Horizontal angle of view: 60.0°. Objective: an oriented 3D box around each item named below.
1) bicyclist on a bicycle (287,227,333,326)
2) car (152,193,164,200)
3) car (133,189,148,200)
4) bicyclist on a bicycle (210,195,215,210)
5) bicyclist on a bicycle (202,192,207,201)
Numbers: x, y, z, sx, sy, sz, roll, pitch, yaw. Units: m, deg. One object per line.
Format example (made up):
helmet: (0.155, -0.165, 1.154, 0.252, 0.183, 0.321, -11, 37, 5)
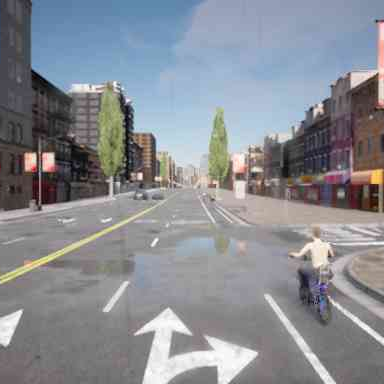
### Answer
bicyclist on a bicycle: (2.233, 1.435, 6.101, 0.866, 1.612, 1.509, 0, 0, 0)
car: (-6.486, 0.813, 63.517, 1.994, 1.385, 4.181, 0, 1, 0)
car: (-9.737, 0.472, 63.480, 2.150, 2.045, 5.566, 0, 1, 0)
bicyclist on a bicycle: (2.260, 1.158, 36.663, 0.659, 1.776, 1.843, 0, 1, 0)
bicyclist on a bicycle: (2.283, 0.746, 60.670, 0.866, 1.612, 1.509, 0, 1, 0)
